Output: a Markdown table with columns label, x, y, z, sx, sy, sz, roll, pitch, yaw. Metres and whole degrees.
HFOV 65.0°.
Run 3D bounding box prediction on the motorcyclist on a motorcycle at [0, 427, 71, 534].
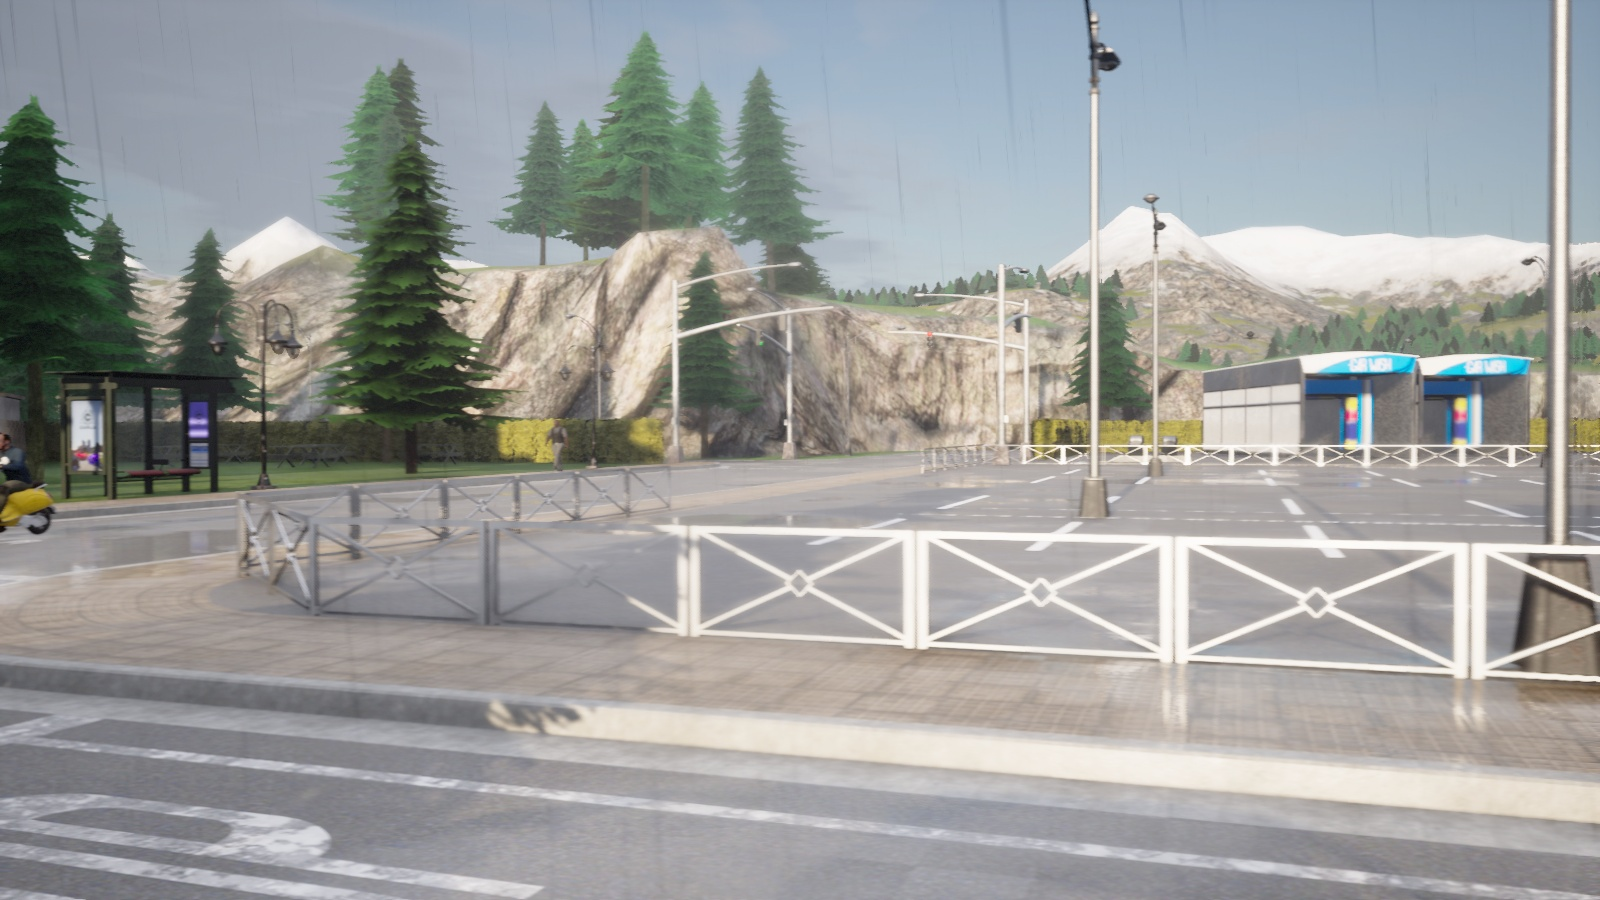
| label | x | y | z | sx | sy | sz | roll | pitch | yaw |
| --- | --- | --- | --- | --- | --- | --- | --- | --- | --- |
| motorcyclist on a motorcycle | -12.154 | 0.444 | 19.008 | 0.866 | 1.590 | 1.817 | 1 | 1 | 18 |

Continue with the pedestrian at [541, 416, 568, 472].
| label | x | y | z | sx | sy | sz | roll | pitch | yaw |
| --- | --- | --- | --- | --- | --- | --- | --- | --- | --- |
| pedestrian | -8.357 | -0.221 | 42.812 | 0.563 | 1.883 | 0.849 | 0 | 1 | 16 |
